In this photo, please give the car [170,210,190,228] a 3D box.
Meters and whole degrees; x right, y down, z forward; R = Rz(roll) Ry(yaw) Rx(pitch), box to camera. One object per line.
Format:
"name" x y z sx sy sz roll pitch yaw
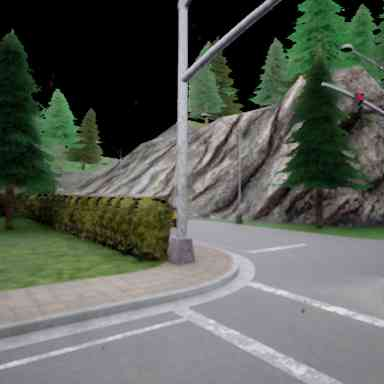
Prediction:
"car" -2.133 1.561 21.656 1.882 1.535 5.008 1 0 -37
